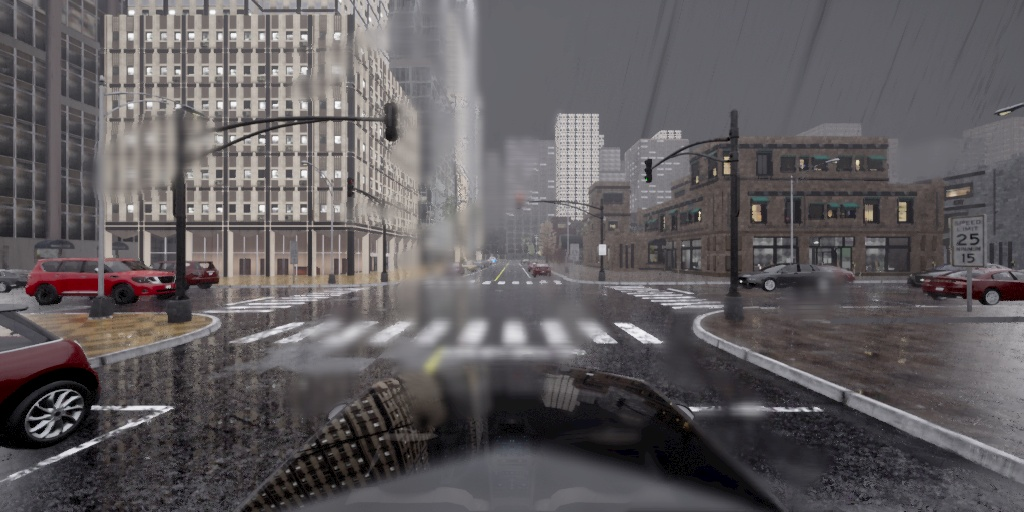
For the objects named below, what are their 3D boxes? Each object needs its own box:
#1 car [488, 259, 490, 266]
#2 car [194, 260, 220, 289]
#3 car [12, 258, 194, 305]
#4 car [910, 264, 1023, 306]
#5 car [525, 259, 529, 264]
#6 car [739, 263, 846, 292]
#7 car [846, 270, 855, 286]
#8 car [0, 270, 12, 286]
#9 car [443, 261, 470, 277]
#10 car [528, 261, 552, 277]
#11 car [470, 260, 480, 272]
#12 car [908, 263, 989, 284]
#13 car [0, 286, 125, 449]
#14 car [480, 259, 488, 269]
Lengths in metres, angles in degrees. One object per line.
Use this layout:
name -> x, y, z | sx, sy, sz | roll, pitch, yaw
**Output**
car -> -5.378, 1.345, 62.451 | 1.948, 1.339, 4.313 | 0, 0, 0
car -> -21.019, 1.204, 22.165 | 5.009, 1.841, 2.192 | 0, 0, -1
car -> -18.435, 1.086, 16.402 | 5.566, 2.045, 2.150 | -1, 0, -1
car -> 19.136, 1.153, 14.181 | 4.507, 1.381, 1.888 | 0, 0, -1
car -> 2.916, 1.348, 45.786 | 1.802, 1.307, 4.207 | 0, 0, 0
car -> 15.143, 1.148, 19.934 | 4.892, 1.490, 1.837 | 0, 0, -1
car -> 19.053, 1.202, 22.561 | 4.207, 1.307, 1.802 | 0, 0, -1
car -> -31.429, 1.508, 22.062 | 4.403, 1.370, 2.007 | 0, 0, -1
car -> -5.522, 1.341, 34.748 | 1.802, 1.307, 4.207 | 0, 0, 0
car -> 2.859, 1.304, 34.704 | 1.888, 1.381, 4.507 | 0, 0, 0
car -> -5.466, 1.292, 45.659 | 1.751, 1.417, 4.829 | 0, 0, 0
car -> 24.946, 1.141, 20.039 | 4.181, 1.385, 1.994 | 0, 0, -1
car -> -5.691, 1.190, 2.281 | 1.967, 1.591, 4.097 | 0, 0, 0
car -> -5.406, 1.324, 56.911 | 2.007, 1.370, 4.403 | 0, 0, 0
